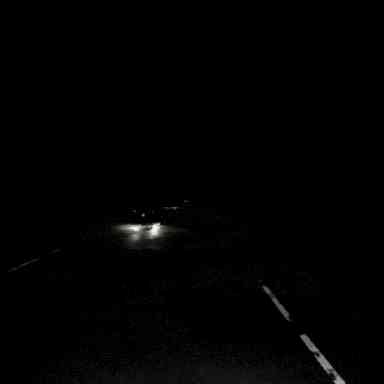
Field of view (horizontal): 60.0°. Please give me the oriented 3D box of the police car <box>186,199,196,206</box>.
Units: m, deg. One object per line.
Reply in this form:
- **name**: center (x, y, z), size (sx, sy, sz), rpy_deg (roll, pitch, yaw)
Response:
- **police car**: center (0.039, 2.621, 81.975), size (1.930, 1.638, 5.238), rpy_deg (0, -1, -2)

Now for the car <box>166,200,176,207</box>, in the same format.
- **car**: center (-4.363, 2.363, 69.539), size (1.882, 1.535, 5.008), rpy_deg (0, -1, -1)

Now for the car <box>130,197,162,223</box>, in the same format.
- **car**: center (-3.757, 1.440, 28.200), size (2.150, 2.045, 5.566), rpy_deg (0, -1, -1)
